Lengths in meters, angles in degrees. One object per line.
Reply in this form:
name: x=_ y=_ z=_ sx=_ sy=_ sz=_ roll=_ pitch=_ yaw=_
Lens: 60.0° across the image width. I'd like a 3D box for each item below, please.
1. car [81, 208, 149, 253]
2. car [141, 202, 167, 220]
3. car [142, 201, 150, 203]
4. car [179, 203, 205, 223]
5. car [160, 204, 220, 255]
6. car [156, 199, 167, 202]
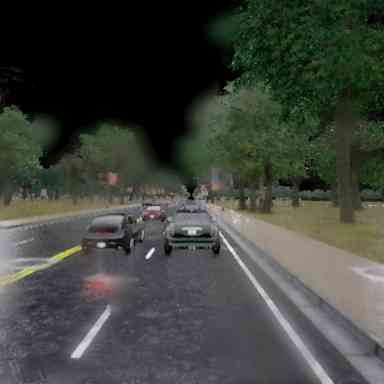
car: x=-3.239 y=1.655 z=14.316 sx=1.837 sy=1.490 sz=4.892 roll=0 pitch=0 yaw=0
car: x=-3.232 y=1.846 z=29.407 sx=1.812 sy=1.442 sz=4.674 roll=0 pitch=-1 yaw=0
car: x=-9.717 y=2.555 z=70.996 sx=1.895 sy=1.301 sz=4.718 roll=0 pitch=-1 yaw=0
car: x=0.018 y=1.812 z=29.309 sx=2.128 sy=1.511 sz=4.902 roll=0 pitch=-1 yaw=0
car: x=0.009 y=1.494 z=14.086 sx=2.097 sy=1.767 sz=4.553 roll=0 pitch=-1 yaw=0
car: x=-6.466 y=2.316 z=71.057 sx=2.097 sy=1.767 sz=4.553 roll=0 pitch=-1 yaw=0
